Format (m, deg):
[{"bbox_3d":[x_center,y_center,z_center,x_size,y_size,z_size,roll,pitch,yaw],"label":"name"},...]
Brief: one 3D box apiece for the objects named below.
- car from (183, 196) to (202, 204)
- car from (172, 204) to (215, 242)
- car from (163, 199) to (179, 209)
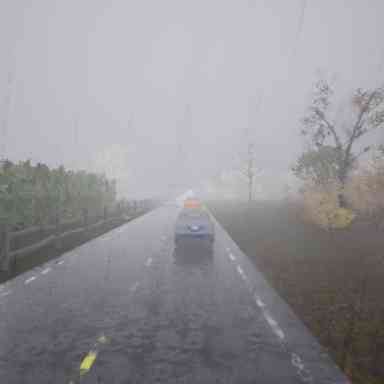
[{"bbox_3d":[0.102,1.289,37.956,2.097,1.767,4.553,0,0,0],"label":"car"},{"bbox_3d":[0.105,1.528,16.202,2.033,1.411,5.357,0,0,0],"label":"car"},{"bbox_3d":[-2.756,1.523,44.202,1.895,1.301,4.718,0,0,0],"label":"car"}]
